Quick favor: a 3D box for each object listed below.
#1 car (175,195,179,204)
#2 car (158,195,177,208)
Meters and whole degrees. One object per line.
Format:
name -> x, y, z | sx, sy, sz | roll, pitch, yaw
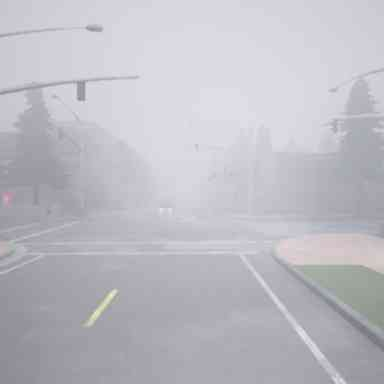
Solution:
car -> -3.524, 1.342, 63.265 | 2.097, 1.767, 4.553 | 0, 0, 0
car -> -3.588, 1.556, 46.695 | 1.994, 1.385, 4.181 | 0, 0, 0
